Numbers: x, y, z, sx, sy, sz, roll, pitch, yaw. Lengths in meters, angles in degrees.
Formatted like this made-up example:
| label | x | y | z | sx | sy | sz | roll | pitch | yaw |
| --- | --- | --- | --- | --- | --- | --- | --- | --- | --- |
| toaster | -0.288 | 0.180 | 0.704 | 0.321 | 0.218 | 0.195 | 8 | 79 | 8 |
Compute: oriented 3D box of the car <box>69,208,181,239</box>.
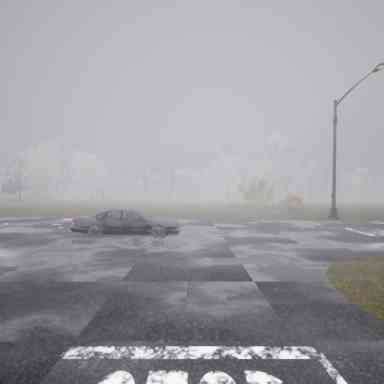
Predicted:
| label | x | y | z | sx | sy | sz | roll | pitch | yaw |
| --- | --- | --- | --- | --- | --- | --- | --- | --- | --- |
| car | -3.245 | 1.538 | 16.671 | 5.357 | 1.411 | 2.033 | 0 | 0 | 0 |
